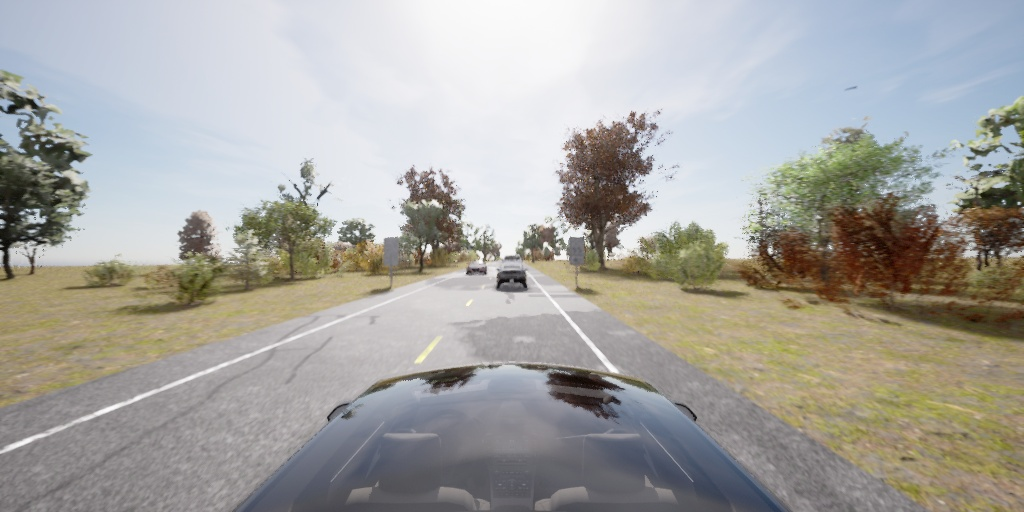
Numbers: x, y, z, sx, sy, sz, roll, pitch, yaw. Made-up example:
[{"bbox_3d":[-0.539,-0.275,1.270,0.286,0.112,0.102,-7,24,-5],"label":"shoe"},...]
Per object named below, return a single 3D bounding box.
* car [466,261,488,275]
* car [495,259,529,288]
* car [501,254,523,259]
[{"bbox_3d":[-3.532,1.180,36.888,1.994,1.385,4.181,0,0,0],"label":"car"},{"bbox_3d":[0.000,1.154,22.871,1.837,1.490,4.892,0,0,0],"label":"car"},{"bbox_3d":[0.032,0.822,38.447,2.150,2.045,5.566,0,0,0],"label":"car"}]
